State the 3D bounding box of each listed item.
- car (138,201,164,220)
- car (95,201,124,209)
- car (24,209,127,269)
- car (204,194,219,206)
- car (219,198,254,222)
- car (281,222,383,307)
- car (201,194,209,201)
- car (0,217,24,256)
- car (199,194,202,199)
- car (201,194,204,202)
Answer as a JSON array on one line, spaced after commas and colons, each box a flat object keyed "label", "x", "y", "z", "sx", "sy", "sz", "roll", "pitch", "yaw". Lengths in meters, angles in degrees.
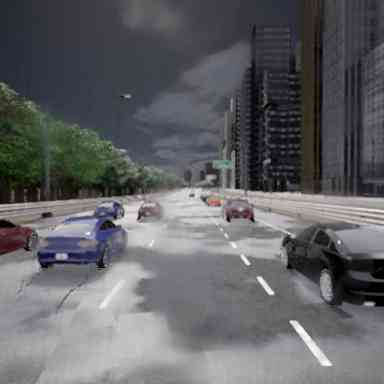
[{"label": "car", "x": -3.416, "y": 1.509, "z": 28.008, "sx": 1.812, "sy": 1.442, "sz": 4.674, "roll": 0, "pitch": 0, "yaw": 0}, {"label": "car", "x": -6.916, "y": 1.509, "z": 28.054, "sx": 1.812, "sy": 1.442, "sz": 4.674, "roll": 0, "pitch": 0, "yaw": 0}, {"label": "car", "x": -3.397, "y": 1.519, "z": 10.968, "sx": 1.812, "sy": 1.442, "sz": 4.674, "roll": 0, "pitch": 0, "yaw": 0}, {"label": "car", "x": 3.408, "y": 1.309, "z": 52.460, "sx": 2.097, "sy": 1.767, "sz": 4.553, "roll": 0, "pitch": 0, "yaw": 0}, {"label": "car", "x": 3.587, "y": 1.336, "z": 26.599, "sx": 2.097, "sy": 1.767, "sz": 4.553, "roll": 0, "pitch": 0, "yaw": 0}, {"label": "car", "x": 3.603, "y": 1.472, "z": 8.051, "sx": 1.882, "sy": 1.535, "sz": 5.008, "roll": 0, "pitch": 0, "yaw": 0}, {"label": "car", "x": 3.327, "y": 1.386, "z": 85.426, "sx": 1.837, "sy": 1.490, "sz": 4.892, "roll": 0, "pitch": 0, "yaw": 0}, {"label": "car", "x": -6.898, "y": 1.519, "z": 10.967, "sx": 1.812, "sy": 1.442, "sz": 4.674, "roll": 0, "pitch": 0, "yaw": 0}, {"label": "car", "x": 3.329, "y": 1.420, "z": 74.485, "sx": 2.163, "sy": 1.488, "sz": 4.792, "roll": 0, "pitch": 0, "yaw": 0}, {"label": "car", "x": 3.358, "y": 1.372, "z": 63.483, "sx": 2.033, "sy": 1.649, "sz": 4.856, "roll": 0, "pitch": 0, "yaw": 0}]
